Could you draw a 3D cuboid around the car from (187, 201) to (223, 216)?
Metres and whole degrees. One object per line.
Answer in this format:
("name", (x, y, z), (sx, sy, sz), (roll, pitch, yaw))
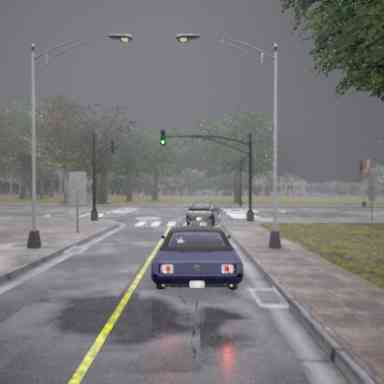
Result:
("car", (0.916, 1.380, 22.307), (2.128, 1.511, 4.902), (0, 1, 12))

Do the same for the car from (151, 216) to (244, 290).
("car", (0.107, 1.552, 8.869), (1.895, 1.301, 4.718), (0, 0, 0))
